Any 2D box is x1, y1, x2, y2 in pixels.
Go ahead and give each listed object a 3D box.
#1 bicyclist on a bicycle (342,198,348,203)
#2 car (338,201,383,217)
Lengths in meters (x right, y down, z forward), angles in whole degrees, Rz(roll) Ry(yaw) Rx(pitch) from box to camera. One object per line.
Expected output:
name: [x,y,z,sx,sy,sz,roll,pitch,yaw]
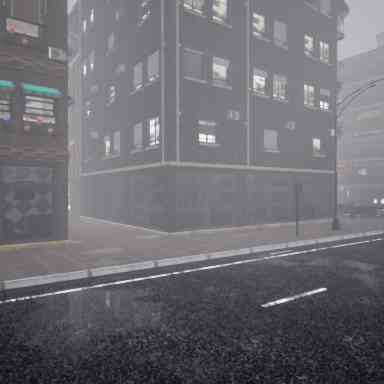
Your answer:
bicyclist on a bicycle: [20.459,1.587,44.475,1.656,1.620,0.582,-1,0,-36]
car: [17.184,1.723,34.161,2.128,1.511,4.902,0,-1,-36]
